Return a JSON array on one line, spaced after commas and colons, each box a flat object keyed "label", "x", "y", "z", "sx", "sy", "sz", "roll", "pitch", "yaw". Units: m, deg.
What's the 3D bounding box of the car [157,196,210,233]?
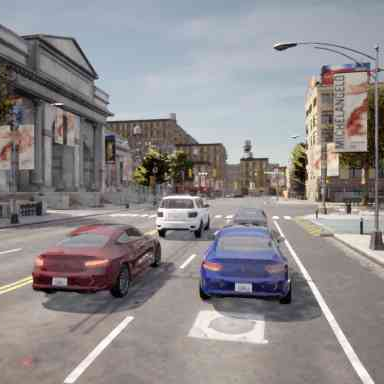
[{"label": "car", "x": -0.342, "y": 1.222, "z": 18.077, "sx": 2.150, "sy": 2.045, "sz": 5.566, "roll": 0, "pitch": 0, "yaw": 9}]

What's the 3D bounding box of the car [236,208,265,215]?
[{"label": "car", "x": 3.114, "y": 1.548, "z": 17.700, "sx": 2.033, "sy": 1.411, "sz": 5.357, "roll": 0, "pitch": 0, "yaw": 11}]

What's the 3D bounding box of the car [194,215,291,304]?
[{"label": "car", "x": 1.308, "y": 1.526, "z": 8.154, "sx": 1.812, "sy": 1.442, "sz": 4.674, "roll": 0, "pitch": 0, "yaw": 10}]

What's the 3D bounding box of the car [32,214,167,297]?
[{"label": "car", "x": -2.133, "y": 1.526, "z": 8.548, "sx": 1.812, "sy": 1.442, "sz": 4.674, "roll": 0, "pitch": 0, "yaw": 9}]
